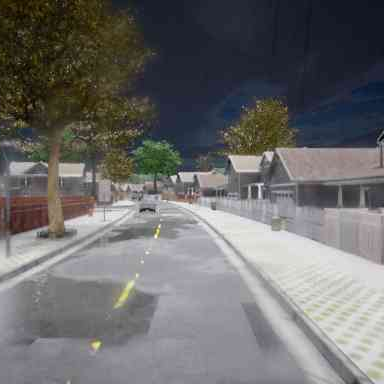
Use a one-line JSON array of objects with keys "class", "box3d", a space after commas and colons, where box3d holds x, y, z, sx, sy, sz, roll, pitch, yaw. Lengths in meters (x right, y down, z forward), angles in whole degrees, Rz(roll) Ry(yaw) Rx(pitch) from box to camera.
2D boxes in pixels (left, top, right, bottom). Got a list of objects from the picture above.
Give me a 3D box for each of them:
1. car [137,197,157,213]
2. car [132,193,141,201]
[{"class": "car", "box3d": [-4.940, 1.604, 37.411, 2.033, 1.411, 5.357, 0, 0, -7]}, {"class": "car", "box3d": [-14.304, 1.237, 85.738, 2.150, 2.045, 5.566, 0, 0, -15]}]
